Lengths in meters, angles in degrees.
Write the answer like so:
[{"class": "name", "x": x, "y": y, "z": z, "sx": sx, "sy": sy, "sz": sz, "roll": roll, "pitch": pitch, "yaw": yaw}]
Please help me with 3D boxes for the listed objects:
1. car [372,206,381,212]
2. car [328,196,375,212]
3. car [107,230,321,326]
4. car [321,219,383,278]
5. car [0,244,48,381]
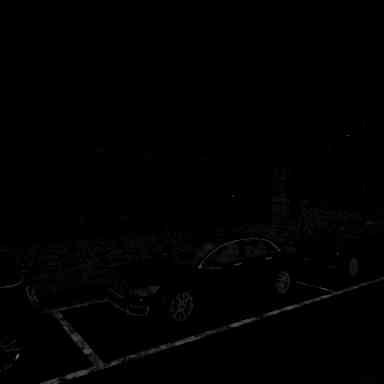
[{"class": "car", "x": 9.331, "y": 1.441, "z": 13.309, "sx": 4.097, "sy": 1.590, "sz": 1.967, "roll": 0, "pitch": 0, "yaw": -36}, {"class": "car", "x": 16.042, "y": 1.169, "z": 33.027, "sx": 2.128, "sy": 1.511, "sz": 4.902, "roll": 0, "pitch": 1, "yaw": -36}, {"class": "car", "x": 0.447, "y": 1.551, "z": 6.970, "sx": 4.403, "sy": 1.369, "sz": 2.008, "roll": 0, "pitch": 0, "yaw": -36}, {"class": "car", "x": 4.889, "y": 1.545, "z": 10.139, "sx": 4.507, "sy": 1.381, "sz": 1.887, "roll": 0, "pitch": 0, "yaw": -36}, {"class": "car", "x": -3.995, "y": 1.440, "z": 3.800, "sx": 4.097, "sy": 1.590, "sz": 1.967, "roll": 0, "pitch": 0, "yaw": -36}]
